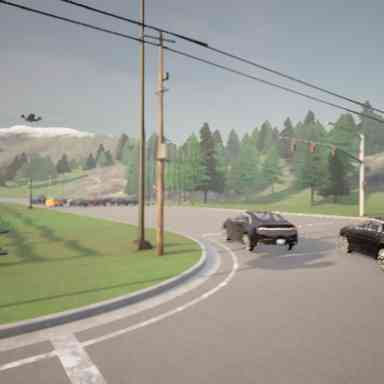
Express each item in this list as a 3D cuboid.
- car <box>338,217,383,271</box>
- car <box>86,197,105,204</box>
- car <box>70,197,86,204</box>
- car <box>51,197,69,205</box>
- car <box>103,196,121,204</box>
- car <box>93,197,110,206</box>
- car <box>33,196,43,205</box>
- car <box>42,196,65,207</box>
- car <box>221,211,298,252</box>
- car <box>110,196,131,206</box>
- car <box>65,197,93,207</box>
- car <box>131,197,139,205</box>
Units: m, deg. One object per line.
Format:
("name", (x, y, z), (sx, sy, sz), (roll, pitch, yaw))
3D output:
("car", (6.492, 1.558, 10.950), (2.128, 1.511, 4.902), (1, 0, 2))
("car", (-19.900, 1.711, 68.470), (2.128, 1.511, 4.902), (0, 0, -35))
("car", (-22.790, 1.691, 66.497), (1.812, 1.442, 4.674), (0, 0, -35))
("car", (-25.527, 1.695, 64.348), (2.033, 1.411, 5.357), (0, 0, -35))
("car", (-16.956, 1.682, 70.369), (1.882, 1.535, 5.008), (0, 0, -35))
("car", (-16.488, 1.635, 57.646), (1.882, 1.535, 5.008), (0, 0, -35))
("car", (-28.474, 1.482, 62.417), (2.097, 1.767, 4.553), (0, 0, -35))
("car", (-22.090, 1.597, 53.446), (1.882, 1.535, 5.008), (0, -1, -35))
("car", (2.696, 1.556, 14.275), (2.128, 1.511, 4.902), (1, 0, -11))
("car", (-13.064, 1.680, 58.858), (1.837, 1.490, 4.892), (0, 0, -35))
("car", (-18.579, 1.684, 54.529), (2.033, 1.411, 5.357), (0, 0, -35))
("car", (-10.625, 1.699, 61.478), (1.837, 1.490, 4.892), (0, 0, -35))
